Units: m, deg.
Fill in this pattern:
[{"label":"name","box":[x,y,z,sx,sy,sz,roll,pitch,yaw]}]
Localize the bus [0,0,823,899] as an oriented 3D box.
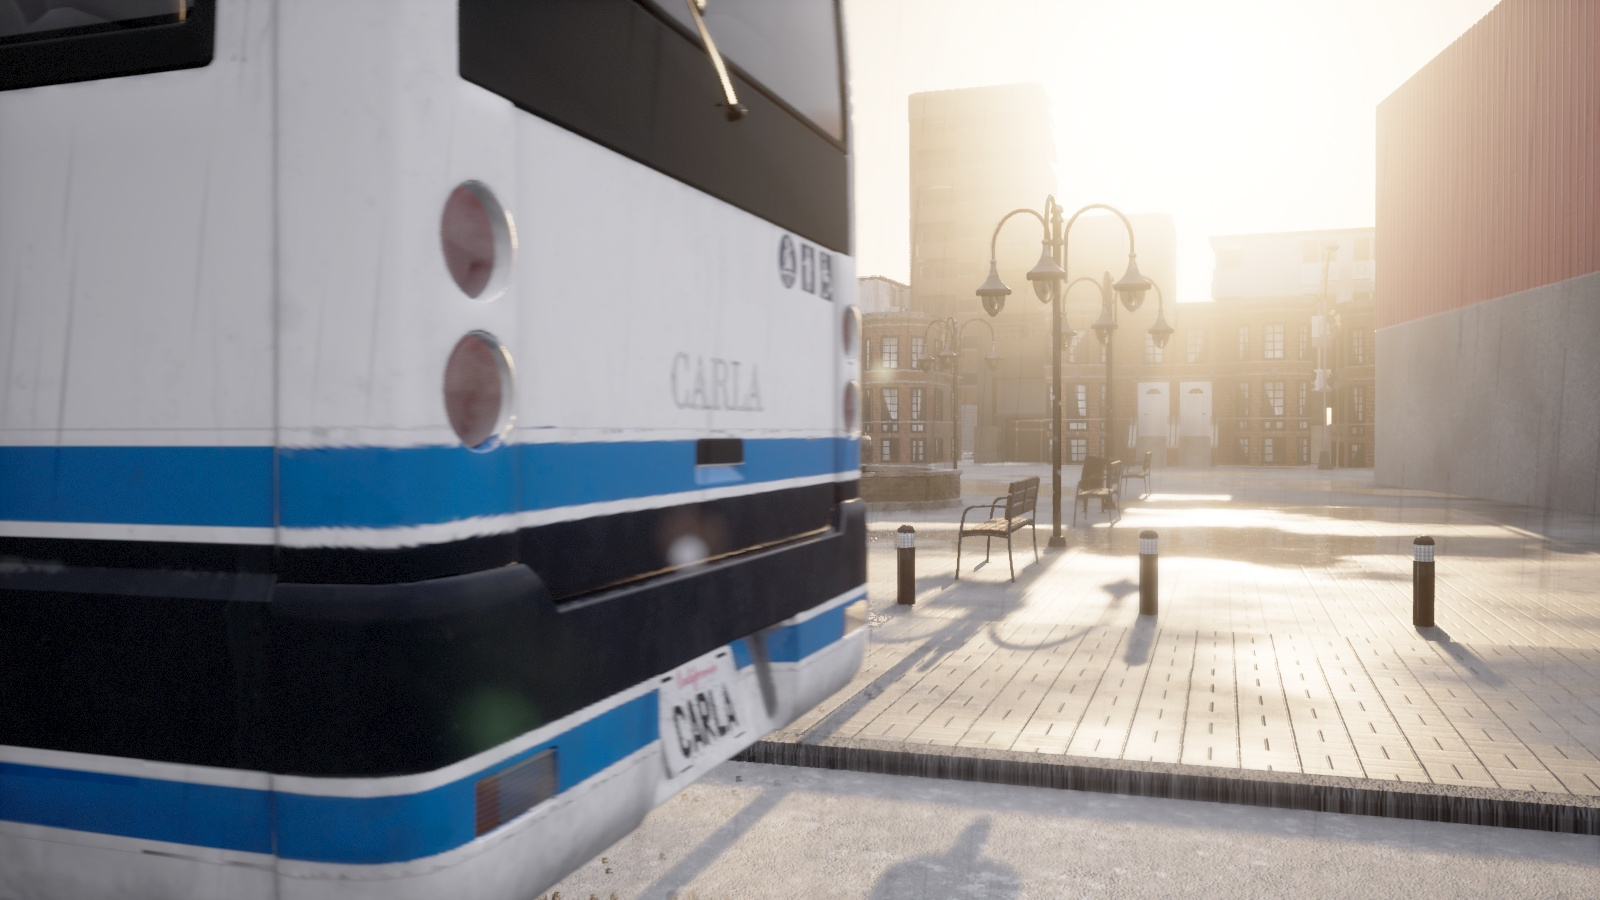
[{"label":"bus","box":[-5.398,-0.659,5.513,10.273,4.253,3.944,1,1,19]}]
